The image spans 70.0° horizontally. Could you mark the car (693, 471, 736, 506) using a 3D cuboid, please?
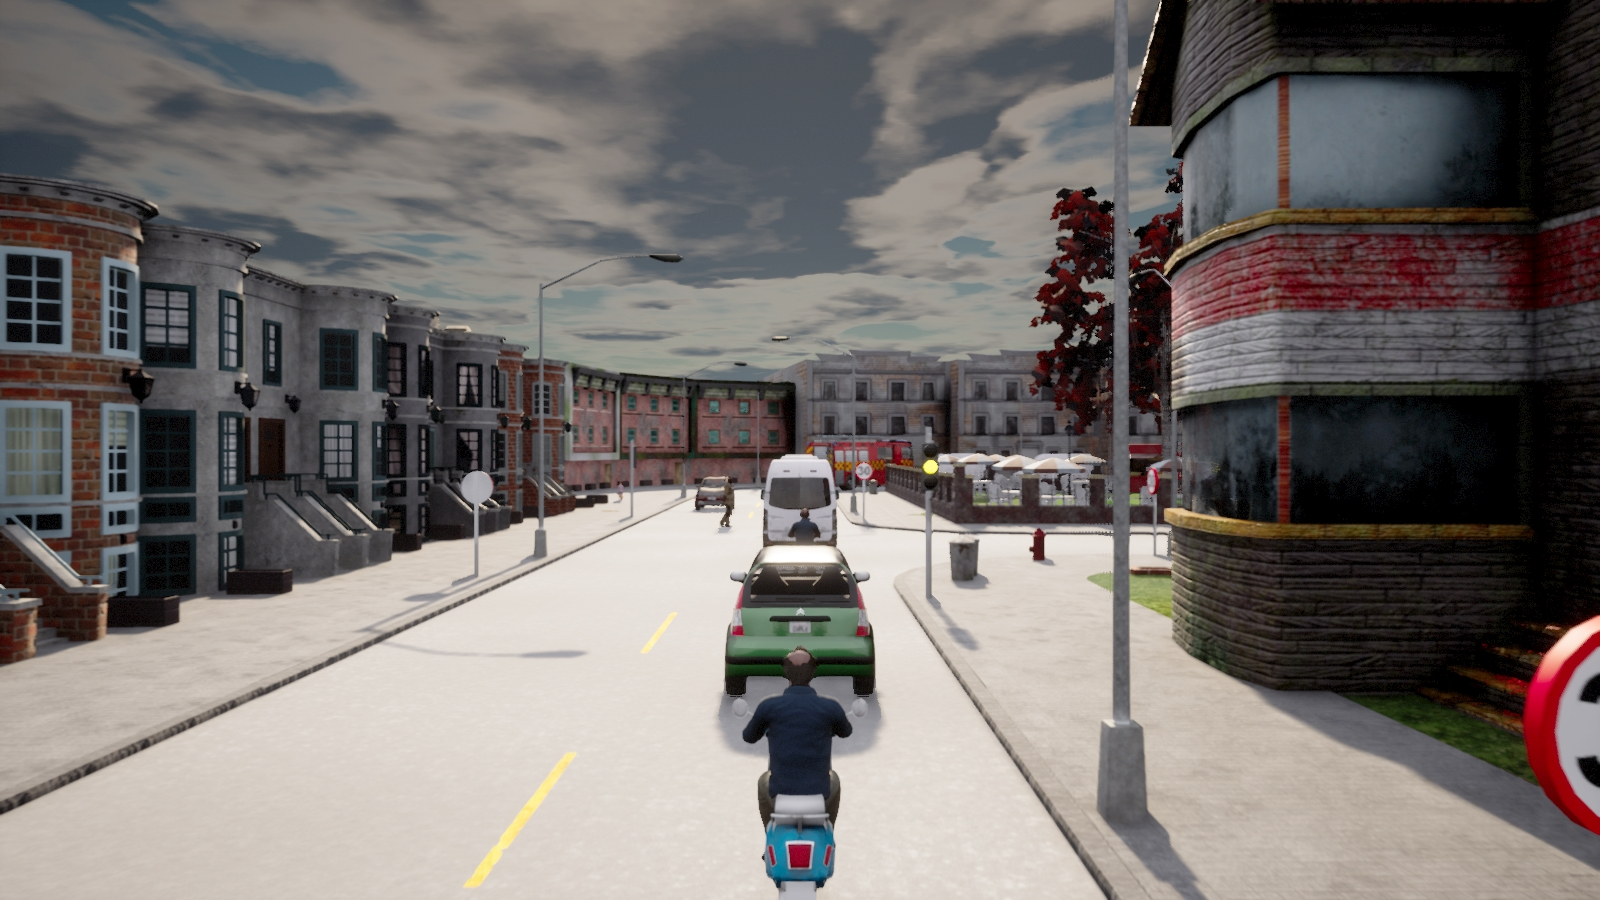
[{"bbox_3d":[-4.018,1.808,54.149,1.789,1.549,3.705,0,0,0],"label":"car"}]

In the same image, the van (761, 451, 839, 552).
[{"bbox_3d":[-0.009,1.316,32.026,1.988,2.561,5.915,0,0,0],"label":"van"}]

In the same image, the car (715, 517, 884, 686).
[{"bbox_3d":[-0.003,1.780,14.506,1.851,1.617,3.988,0,0,0],"label":"car"}]

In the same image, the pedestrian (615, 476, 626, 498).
[{"bbox_3d":[-9.275,1.907,59.008,0.500,1.100,0.500,0,0,-17],"label":"pedestrian"}]

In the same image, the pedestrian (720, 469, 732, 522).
[{"bbox_3d":[-2.636,1.630,40.852,0.375,1.860,0.375,0,0,8],"label":"pedestrian"}]
